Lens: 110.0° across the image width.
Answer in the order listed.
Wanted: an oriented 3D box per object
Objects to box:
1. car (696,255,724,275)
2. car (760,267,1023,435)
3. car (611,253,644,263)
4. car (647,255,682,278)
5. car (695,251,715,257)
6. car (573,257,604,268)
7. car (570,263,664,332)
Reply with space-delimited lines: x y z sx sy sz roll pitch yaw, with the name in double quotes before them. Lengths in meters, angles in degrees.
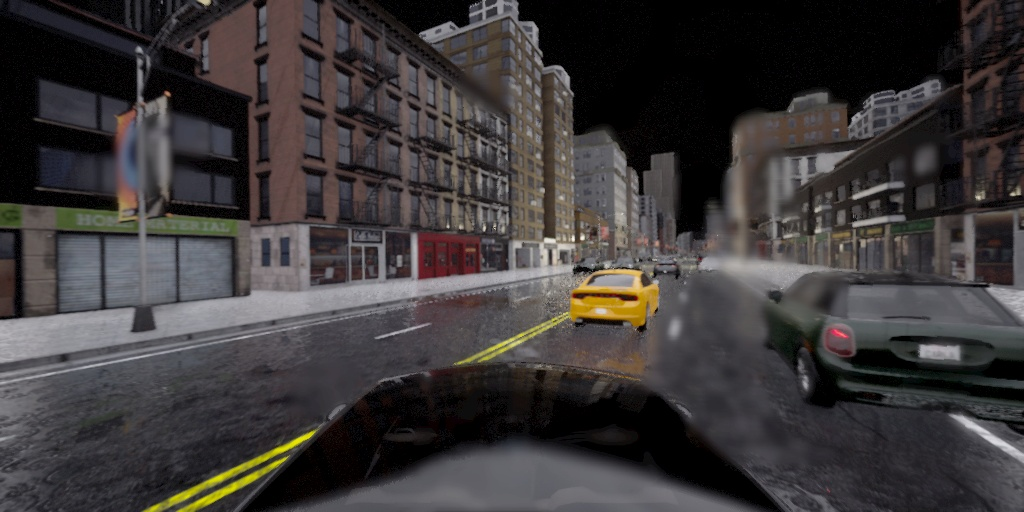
"car" 17.850 0.890 32.261 1.812 1.442 4.674 -1 0 27
"car" 5.428 1.006 5.634 2.097 1.767 4.553 -1 0 27
"car" 9.839 0.840 31.249 2.097 1.767 4.553 -1 0 27
"car" 12.586 0.947 29.045 2.128 1.511 4.902 -1 0 27
"car" 22.578 0.479 41.669 2.150 2.045 5.566 -1 0 27
"car" 7.132 0.873 33.090 2.097 1.767 4.553 -1 0 27
"car" 3.263 1.145 10.810 1.882 1.535 5.008 -1 0 27
